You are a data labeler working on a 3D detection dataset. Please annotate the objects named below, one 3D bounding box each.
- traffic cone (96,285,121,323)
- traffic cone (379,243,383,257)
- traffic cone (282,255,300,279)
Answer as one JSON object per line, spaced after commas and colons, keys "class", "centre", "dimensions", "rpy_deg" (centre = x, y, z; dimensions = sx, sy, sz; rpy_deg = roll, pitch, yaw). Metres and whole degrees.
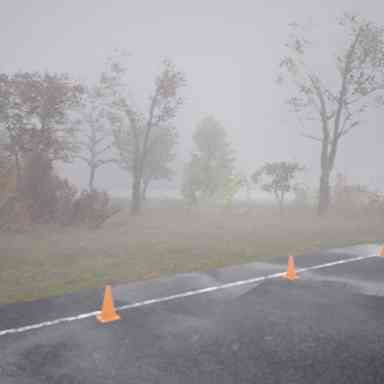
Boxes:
{"class": "traffic cone", "centre": [-1.487, 1.955, 5.936], "dimensions": [0.340, 0.580, 0.340], "rpy_deg": [0, 0, -35]}
{"class": "traffic cone", "centre": [6.771, 1.975, 11.666], "dimensions": [0.340, 0.580, 0.340], "rpy_deg": [0, 0, -34]}
{"class": "traffic cone", "centre": [2.630, 1.965, 8.818], "dimensions": [0.340, 0.580, 0.340], "rpy_deg": [0, 0, -35]}
